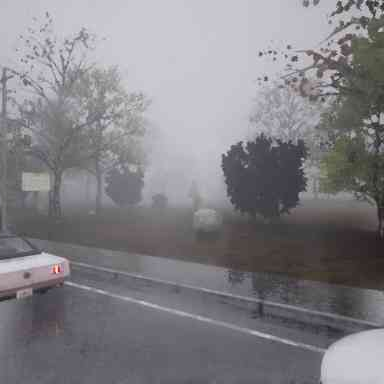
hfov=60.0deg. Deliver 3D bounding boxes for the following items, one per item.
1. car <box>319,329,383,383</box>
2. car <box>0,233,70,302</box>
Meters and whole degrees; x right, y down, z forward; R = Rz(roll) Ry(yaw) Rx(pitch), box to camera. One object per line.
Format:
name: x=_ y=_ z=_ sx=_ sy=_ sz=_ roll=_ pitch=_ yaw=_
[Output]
car: x=3.132 y=1.526 z=1.773 sx=4.674 sy=1.442 sz=1.812 roll=0 pitch=0 yaw=35
car: x=-4.933 y=1.600 z=7.513 sx=4.718 sy=1.301 sz=1.895 roll=0 pitch=0 yaw=36
